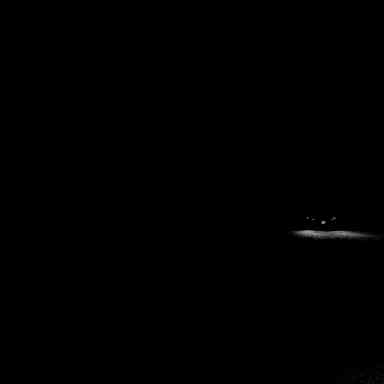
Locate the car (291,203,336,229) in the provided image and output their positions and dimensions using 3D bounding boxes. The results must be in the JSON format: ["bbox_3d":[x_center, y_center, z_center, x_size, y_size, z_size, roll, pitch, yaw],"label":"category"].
[{"bbox_3d":[7.759,1.503,21.606,1.837,1.490,4.892,-1,0,4],"label":"car"}]
